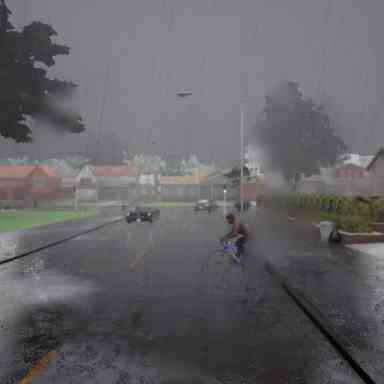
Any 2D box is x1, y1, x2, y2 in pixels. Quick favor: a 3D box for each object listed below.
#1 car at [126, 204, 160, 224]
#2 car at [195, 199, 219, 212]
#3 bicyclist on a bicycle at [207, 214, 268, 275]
[{"bbox_3d":[-3.546,1.595,24.652,1.895,1.301,4.718,0,0,2],"label":"car"},{"bbox_3d":[1.689,1.517,38.162,1.812,1.442,4.674,0,0,17],"label":"car"},{"bbox_3d":[1.207,1.413,8.873,1.656,1.620,0.582,-1,0,1],"label":"bicyclist on a bicycle"}]
